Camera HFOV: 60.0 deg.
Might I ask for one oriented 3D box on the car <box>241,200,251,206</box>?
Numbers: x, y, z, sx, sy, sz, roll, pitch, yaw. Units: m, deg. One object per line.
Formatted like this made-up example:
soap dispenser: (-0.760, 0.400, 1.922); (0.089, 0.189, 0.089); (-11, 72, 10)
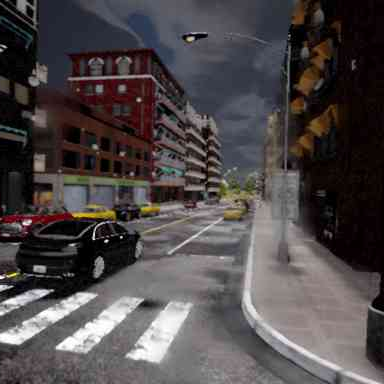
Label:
car: (12.148, 2.445, 74.309); (2.008, 1.369, 4.403); (1, -1, 11)

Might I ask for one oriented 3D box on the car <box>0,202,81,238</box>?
car: (-7.535, 1.335, 16.174); (1.967, 1.590, 4.097); (1, -1, 11)

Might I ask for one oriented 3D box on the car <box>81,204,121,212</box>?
car: (-6.527, 1.486, 21.430); (1.752, 1.417, 4.829); (1, -1, 11)

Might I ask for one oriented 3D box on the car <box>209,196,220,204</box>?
car: (5.998, 2.098, 86.695); (2.192, 1.841, 5.009); (1, -1, 11)

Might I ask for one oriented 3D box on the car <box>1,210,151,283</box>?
car: (-2.947, 1.510, 9.829); (1.837, 1.490, 4.892); (2, 0, 11)

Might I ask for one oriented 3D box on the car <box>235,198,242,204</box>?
car: (13.004, 2.441, 92.941); (1.812, 1.442, 4.674); (2, 0, 11)

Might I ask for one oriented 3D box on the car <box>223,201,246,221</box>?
car: (3.820, 1.874, 31.084); (1.752, 1.417, 4.829); (1, -1, 11)

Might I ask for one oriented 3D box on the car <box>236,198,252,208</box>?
car: (6.951, 1.868, 47.187); (2.192, 1.841, 5.009); (1, -1, 11)

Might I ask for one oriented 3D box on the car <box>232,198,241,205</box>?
car: (11.039, 2.386, 82.710); (1.882, 1.535, 5.008); (2, 0, 11)

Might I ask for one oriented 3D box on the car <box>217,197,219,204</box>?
car: (4.954, 2.265, 81.268); (2.008, 1.369, 4.403); (1, -1, 11)

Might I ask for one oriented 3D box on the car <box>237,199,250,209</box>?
car: (9.026, 2.130, 58.036); (1.967, 1.590, 4.097); (1, -1, 11)

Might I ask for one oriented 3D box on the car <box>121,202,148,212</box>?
car: (-5.455, 1.597, 27.022); (1.947, 1.339, 4.313); (1, -1, 11)

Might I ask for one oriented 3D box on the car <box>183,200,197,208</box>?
car: (-0.250, 1.954, 54.145); (1.802, 1.307, 4.206); (1, -1, 11)

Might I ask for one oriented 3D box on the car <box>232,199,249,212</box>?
car: (5.944, 2.012, 41.926); (1.752, 1.417, 4.829); (1, -1, 11)

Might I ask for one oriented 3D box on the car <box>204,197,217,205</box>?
car: (3.914, 2.197, 75.845); (2.008, 1.369, 4.403); (1, -1, 11)

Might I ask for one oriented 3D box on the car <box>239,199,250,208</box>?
car: (10.067, 2.198, 63.462); (1.967, 1.590, 4.097); (1, -1, 11)

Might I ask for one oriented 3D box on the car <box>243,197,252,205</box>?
car: (14.233, 2.346, 85.161); (2.192, 1.841, 5.009); (1, -1, 11)

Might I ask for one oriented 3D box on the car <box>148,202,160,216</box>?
car: (-4.445, 1.622, 32.280); (1.752, 1.417, 4.829); (1, -1, 11)

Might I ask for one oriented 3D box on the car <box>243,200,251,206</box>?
car: (13.189, 2.529, 79.734); (1.947, 1.339, 4.313); (1, -1, 11)
